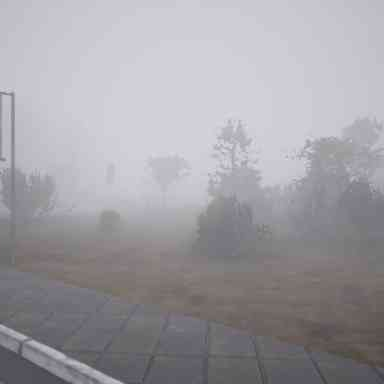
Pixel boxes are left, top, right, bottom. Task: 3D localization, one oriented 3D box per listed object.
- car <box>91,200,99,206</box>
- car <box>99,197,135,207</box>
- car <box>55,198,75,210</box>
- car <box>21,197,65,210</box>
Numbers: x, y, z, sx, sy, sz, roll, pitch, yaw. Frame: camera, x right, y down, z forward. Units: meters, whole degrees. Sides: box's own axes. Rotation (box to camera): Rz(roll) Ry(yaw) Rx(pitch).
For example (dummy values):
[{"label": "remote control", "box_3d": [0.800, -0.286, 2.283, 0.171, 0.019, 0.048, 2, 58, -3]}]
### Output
[{"label": "car", "box_3d": [-13.250, 1.521, 51.824, 1.895, 1.301, 4.718, 0, 1, 39]}, {"label": "car", "box_3d": [-10.582, 1.469, 49.558, 2.033, 1.411, 5.357, 0, 1, 39]}, {"label": "car", "box_3d": [-17.045, 1.482, 41.538, 2.128, 1.511, 4.902, 0, 0, 39]}, {"label": "car", "box_3d": [-19.576, 1.481, 43.977, 2.128, 1.511, 4.902, 0, 0, 39]}]
